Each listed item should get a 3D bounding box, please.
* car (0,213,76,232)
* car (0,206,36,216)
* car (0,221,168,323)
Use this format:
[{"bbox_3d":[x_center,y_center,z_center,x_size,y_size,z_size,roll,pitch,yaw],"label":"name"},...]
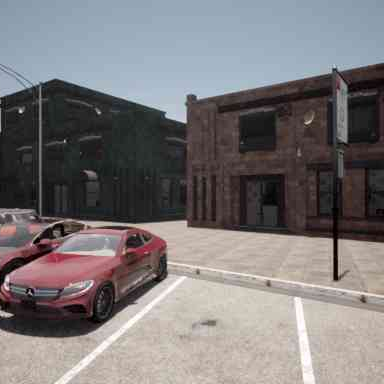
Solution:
[{"bbox_3d":[-4.398,1.518,9.156,2.163,1.488,4.792,1,-1,15],"label":"car"},{"bbox_3d":[-6.826,1.366,10.953,2.185,1.767,4.553,1,-1,15],"label":"car"},{"bbox_3d":[-1.940,1.527,7.450,2.002,1.452,4.674,1,-1,15],"label":"car"}]
